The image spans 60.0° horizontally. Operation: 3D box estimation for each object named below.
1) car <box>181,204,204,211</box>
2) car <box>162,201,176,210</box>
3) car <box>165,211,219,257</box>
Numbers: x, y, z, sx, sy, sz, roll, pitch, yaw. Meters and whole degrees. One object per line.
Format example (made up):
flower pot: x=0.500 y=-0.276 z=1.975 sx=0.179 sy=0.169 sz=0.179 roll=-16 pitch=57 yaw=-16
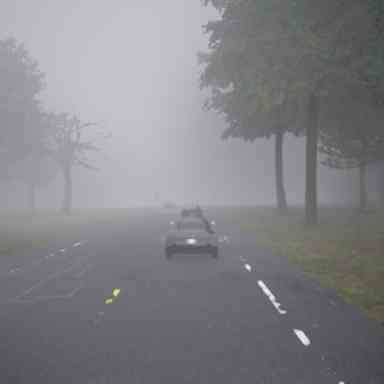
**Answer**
car: x=0.027 y=1.762 z=29.250 sx=1.882 sy=1.535 sz=5.008 roll=0 pitch=0 yaw=0
car: x=-3.554 y=2.130 z=52.436 sx=1.994 sy=1.385 sz=4.181 roll=0 pitch=-1 yaw=0
car: x=0.017 y=1.692 z=13.534 sx=1.994 sy=1.385 sz=4.181 roll=0 pitch=0 yaw=1
